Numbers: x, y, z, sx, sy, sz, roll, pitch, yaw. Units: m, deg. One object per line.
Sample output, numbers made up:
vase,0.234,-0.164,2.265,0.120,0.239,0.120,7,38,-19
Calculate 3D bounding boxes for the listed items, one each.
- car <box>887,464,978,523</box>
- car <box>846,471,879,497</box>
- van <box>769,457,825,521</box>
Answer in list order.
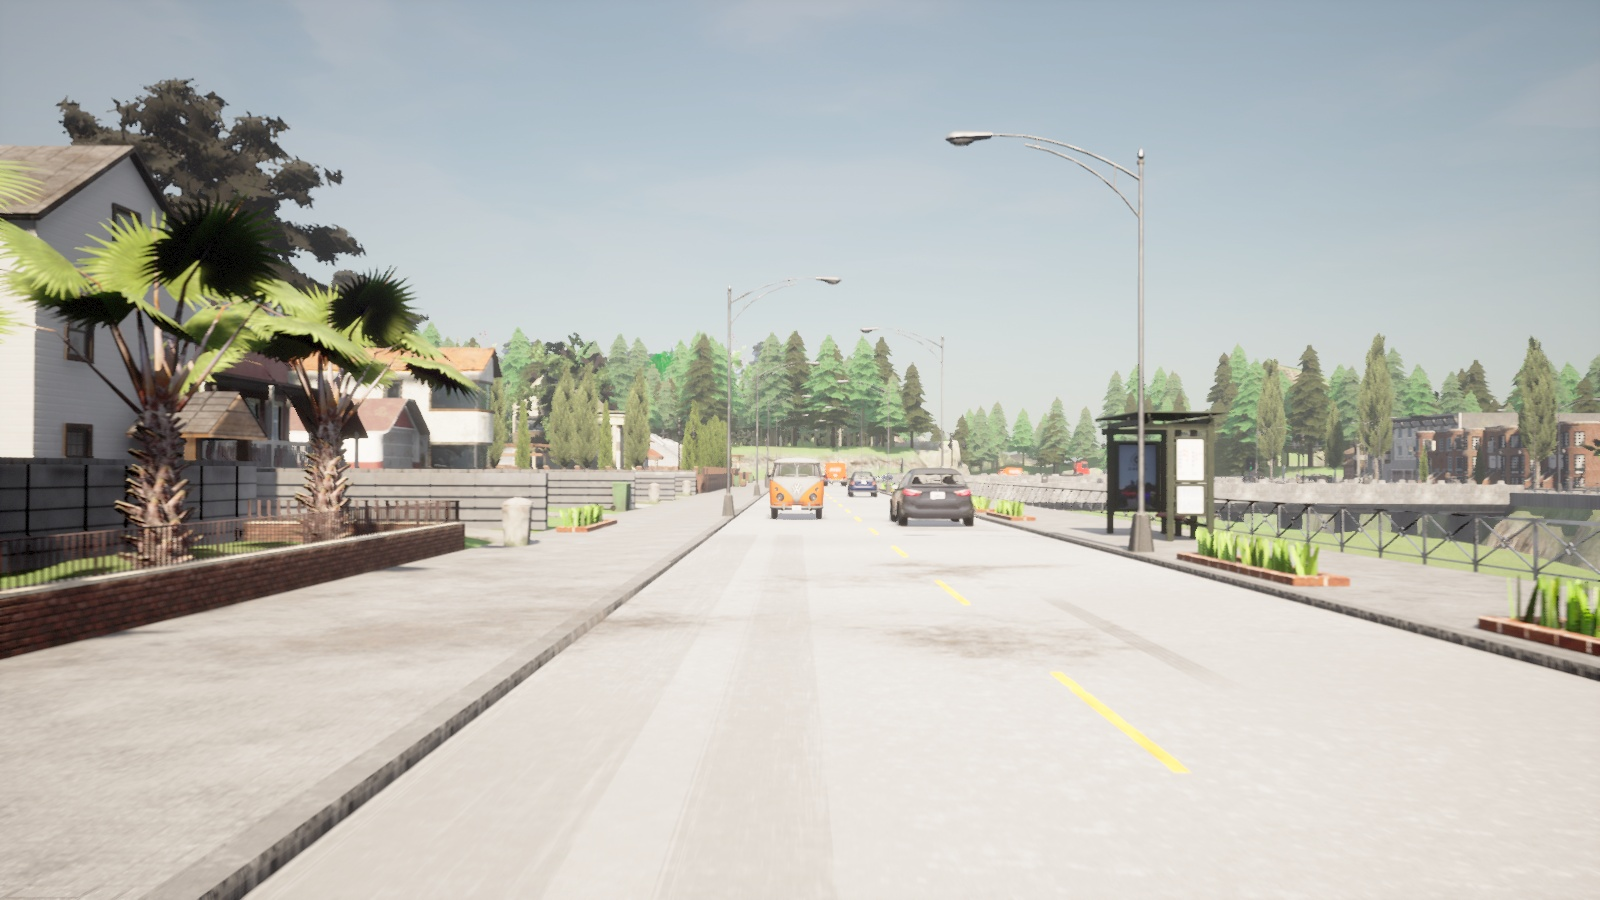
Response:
car,3.911,1.277,37.840,2.242,1.667,4.611,0,-1,0
car,3.819,2.071,77.225,1.789,1.549,3.705,0,-1,0
van,-0.099,1.264,41.590,1.775,1.987,4.442,0,-1,0
